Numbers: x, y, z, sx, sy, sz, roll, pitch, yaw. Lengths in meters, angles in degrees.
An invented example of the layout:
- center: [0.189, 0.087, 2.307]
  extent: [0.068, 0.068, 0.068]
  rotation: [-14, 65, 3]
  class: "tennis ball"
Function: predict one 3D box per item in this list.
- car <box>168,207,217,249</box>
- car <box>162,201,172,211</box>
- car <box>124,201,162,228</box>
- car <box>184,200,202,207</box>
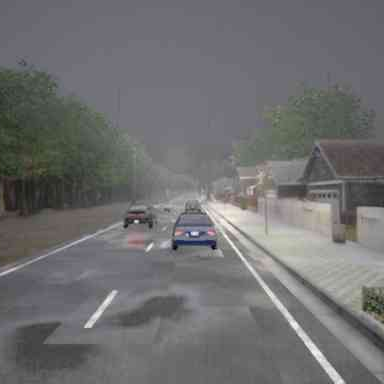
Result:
- center: [0.101, 1.592, 14.772]
  extent: [2.033, 1.411, 5.357]
  rotation: [0, 0, 0]
  class: "car"
- center: [-3.394, 1.698, 39.731]
  extent: [1.895, 1.301, 4.718]
  rotation: [0, 0, 0]
  class: "car"
- center: [-3.397, 1.569, 22.784]
  extent: [1.837, 1.490, 4.892]
  rotation: [0, 0, 0]
  class: "car"
- center: [0.106, 1.641, 37.516]
  extent: [2.033, 1.411, 5.357]
  rotation: [0, 0, 0]
  class: "car"
